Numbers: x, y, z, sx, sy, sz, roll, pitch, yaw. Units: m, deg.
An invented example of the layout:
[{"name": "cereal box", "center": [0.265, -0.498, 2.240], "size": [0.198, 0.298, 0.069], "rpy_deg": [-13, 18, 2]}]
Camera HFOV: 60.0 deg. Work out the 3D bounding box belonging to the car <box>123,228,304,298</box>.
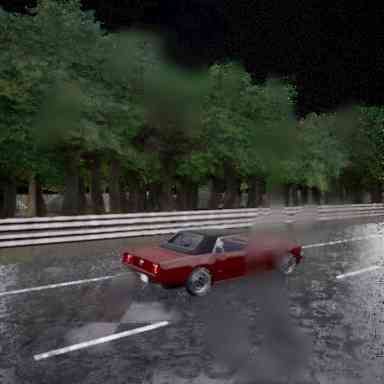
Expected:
[{"name": "car", "center": [0.762, 1.602, 8.589], "size": [4.718, 1.301, 1.895], "rpy_deg": [0, 0, -35]}]
